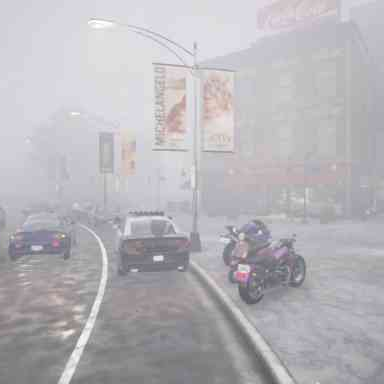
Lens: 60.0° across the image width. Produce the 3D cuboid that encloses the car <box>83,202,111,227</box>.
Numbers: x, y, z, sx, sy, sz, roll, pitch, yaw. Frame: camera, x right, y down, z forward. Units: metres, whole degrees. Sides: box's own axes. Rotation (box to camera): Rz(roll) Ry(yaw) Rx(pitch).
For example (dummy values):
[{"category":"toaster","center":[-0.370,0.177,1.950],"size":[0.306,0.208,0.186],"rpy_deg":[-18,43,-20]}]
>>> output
[{"category":"car","center":[-5.975,1.590,22.681],"size":[1.895,1.301,4.718],"rpy_deg":[0,0,-24]}]

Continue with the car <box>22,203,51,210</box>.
[{"category":"car","center":[-12.624,1.552,27.165],"size":[1.994,1.385,4.181],"rpy_deg":[0,0,-35]}]

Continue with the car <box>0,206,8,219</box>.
[{"category":"car","center":[-12.958,1.535,21.331],"size":[2.033,1.411,5.357],"rpy_deg":[0,0,-29]}]

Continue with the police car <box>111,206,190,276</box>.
[{"category":"police car","center":[-1.475,1.424,10.678],"size":[1.930,1.638,5.238],"rpy_deg":[0,0,-15]}]

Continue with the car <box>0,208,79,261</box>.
[{"category":"car","center":[-5.350,1.521,12.264],"size":[1.812,1.442,4.674],"rpy_deg":[0,0,-17]}]
